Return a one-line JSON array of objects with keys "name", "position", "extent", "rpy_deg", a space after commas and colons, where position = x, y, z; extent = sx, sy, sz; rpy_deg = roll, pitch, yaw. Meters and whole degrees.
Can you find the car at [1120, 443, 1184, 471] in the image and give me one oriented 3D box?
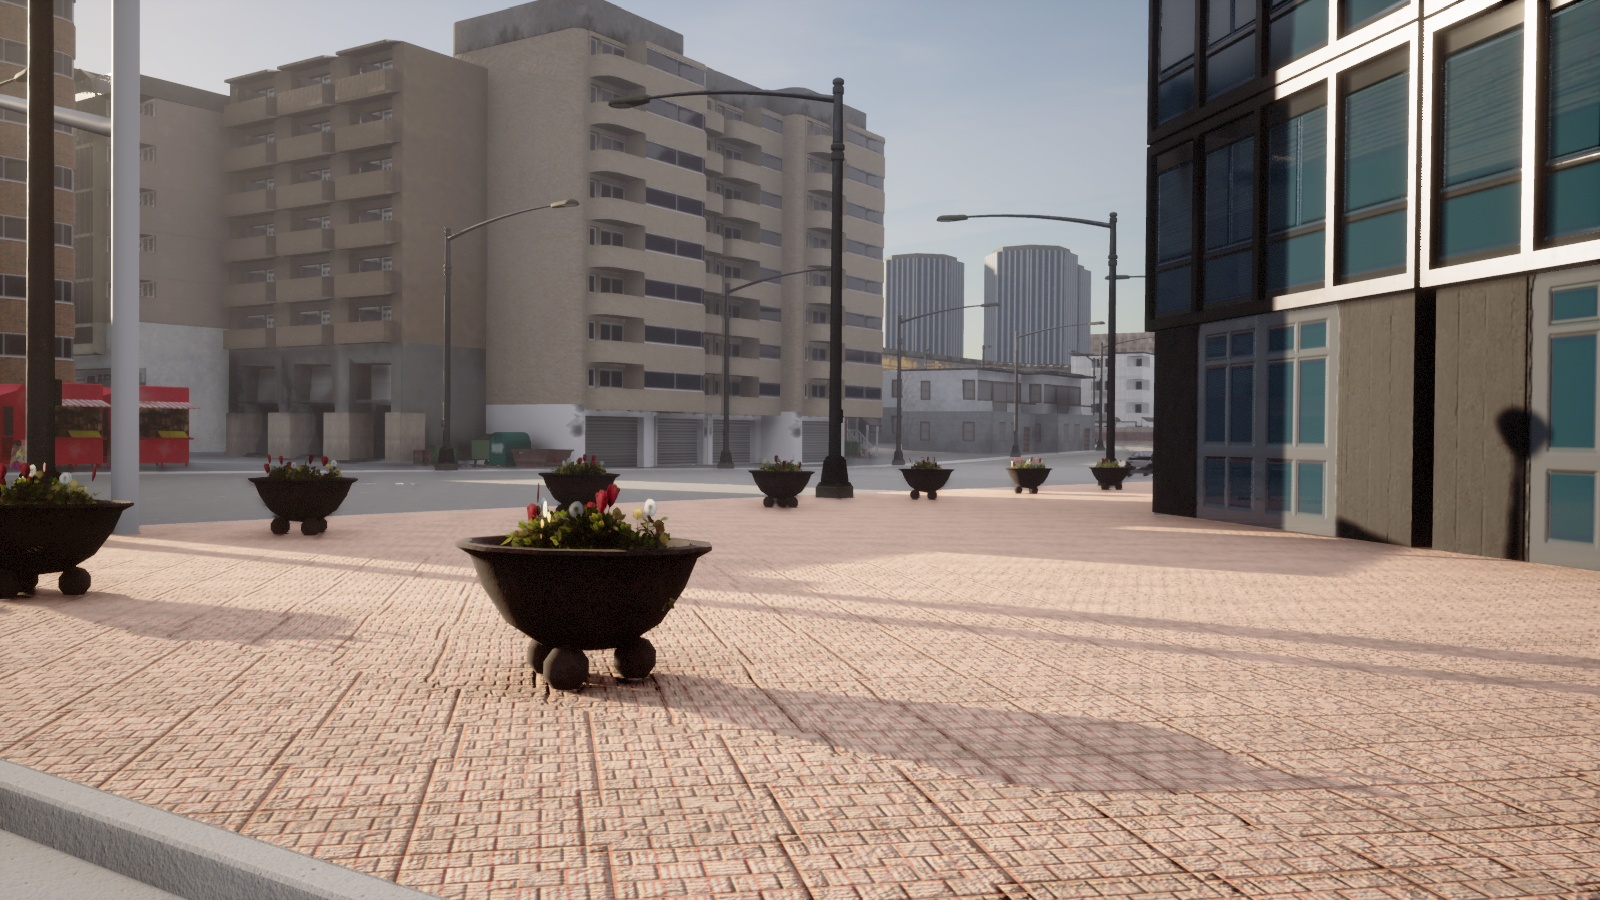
[{"name": "car", "position": [20.127, 0.389, 71.687], "extent": [2.128, 1.511, 4.902], "rpy_deg": [0, 1, 33]}]
